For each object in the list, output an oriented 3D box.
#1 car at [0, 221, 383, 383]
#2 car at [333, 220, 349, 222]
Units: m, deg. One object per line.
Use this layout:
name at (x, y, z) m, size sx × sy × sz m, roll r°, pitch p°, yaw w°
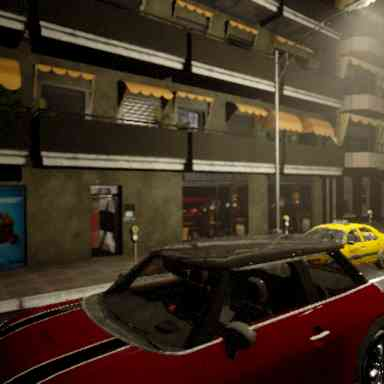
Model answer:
car at (0.123, 1.346, 3.464) m, size 4.553 × 1.767 × 2.097 m, roll 0°, pitch 0°, yaw -35°
car at (4.090, 1.501, 9.474) m, size 4.829 × 1.417 × 1.752 m, roll 0°, pitch 0°, yaw -35°
